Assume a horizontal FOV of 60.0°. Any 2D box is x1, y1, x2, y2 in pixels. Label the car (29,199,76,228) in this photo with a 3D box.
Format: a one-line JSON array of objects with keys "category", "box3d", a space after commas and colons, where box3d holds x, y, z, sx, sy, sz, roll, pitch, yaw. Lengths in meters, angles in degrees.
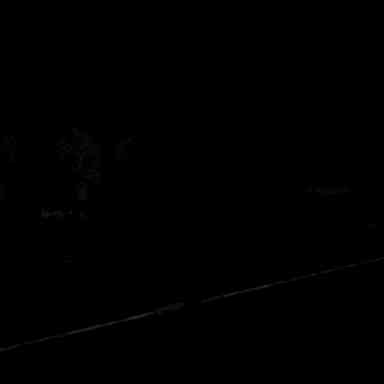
[{"category": "car", "box3d": [-7.974, 1.167, 18.927, 1.970, 1.475, 3.806, 0, 0, -35]}]
